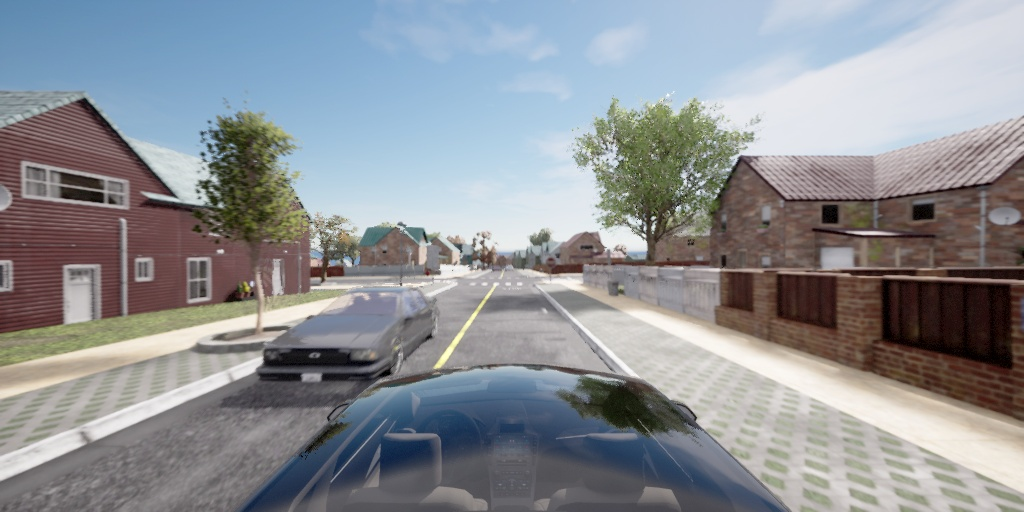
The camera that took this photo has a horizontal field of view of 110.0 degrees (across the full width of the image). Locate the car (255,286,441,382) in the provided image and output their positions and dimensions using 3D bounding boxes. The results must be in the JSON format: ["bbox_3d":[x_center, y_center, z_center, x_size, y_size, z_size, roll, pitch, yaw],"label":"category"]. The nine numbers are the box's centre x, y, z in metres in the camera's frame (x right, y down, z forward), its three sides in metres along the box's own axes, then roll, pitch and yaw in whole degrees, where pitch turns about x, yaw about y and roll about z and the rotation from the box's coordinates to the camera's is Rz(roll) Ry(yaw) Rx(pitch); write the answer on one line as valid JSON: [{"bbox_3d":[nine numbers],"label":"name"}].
[{"bbox_3d":[-2.849,1.382,7.765,2.033,1.411,5.357,0,-1,0],"label":"car"}]
